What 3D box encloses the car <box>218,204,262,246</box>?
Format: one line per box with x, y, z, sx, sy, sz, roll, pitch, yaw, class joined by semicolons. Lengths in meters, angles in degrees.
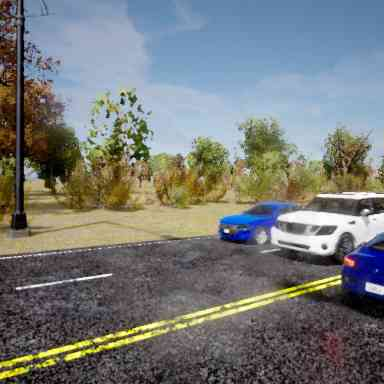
3.359;1.198;13.967;5.008;1.535;1.882;0;2;-35;car

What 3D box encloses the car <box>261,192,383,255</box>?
5.183;1.041;11.271;5.566;2.045;2.150;0;2;-35;car

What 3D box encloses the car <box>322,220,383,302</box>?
4.943;1.452;6.894;4.674;1.442;1.812;0;2;-35;car
